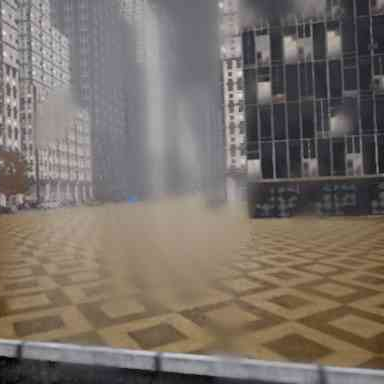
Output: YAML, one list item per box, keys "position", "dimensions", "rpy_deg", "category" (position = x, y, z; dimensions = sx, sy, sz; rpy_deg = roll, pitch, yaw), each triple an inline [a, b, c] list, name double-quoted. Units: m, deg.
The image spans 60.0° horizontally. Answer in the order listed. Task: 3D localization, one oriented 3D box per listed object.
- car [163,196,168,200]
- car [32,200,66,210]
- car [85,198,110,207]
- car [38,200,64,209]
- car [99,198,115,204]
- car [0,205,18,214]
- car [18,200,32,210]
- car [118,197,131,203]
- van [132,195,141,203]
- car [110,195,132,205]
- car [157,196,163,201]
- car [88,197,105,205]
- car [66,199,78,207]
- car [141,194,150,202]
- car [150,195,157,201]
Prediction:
- position: [-8.971, 1.751, 93.783]
  dimensions: [1.752, 1.417, 4.829]
  rpy_deg: [-2, 0, 10]
  category: "car"
- position: [-22.070, 1.922, 51.625]
  dimensions: [1.812, 1.442, 4.674]
  rpy_deg: [-2, -1, 11]
  category: "car"
- position: [-15.977, 1.711, 55.324]
  dimensions: [1.752, 1.417, 4.829]
  rpy_deg: [-2, 0, 10]
  category: "car"
- position: [-23.922, 2.052, 56.512]
  dimensions: [1.887, 1.381, 4.507]
  rpy_deg: [-2, 0, 10]
  category: "car"
- position: [-19.987, 2.075, 78.541]
  dimensions: [1.887, 1.381, 4.507]
  rpy_deg: [-2, 0, 10]
  category: "car"
- position: [-19.945, 1.756, 33.168]
  dimensions: [1.802, 1.307, 4.206]
  rpy_deg: [-2, 0, 10]
  category: "car"
- position: [-24.910, 1.943, 51.007]
  dimensions: [1.967, 1.590, 4.097]
  rpy_deg: [-2, 0, 10]
  category: "car"
- position: [-18.019, 2.089, 89.554]
  dimensions: [1.887, 1.381, 4.507]
  rpy_deg: [-2, 0, 10]
  category: "car"
- position: [-13.027, 1.542, 71.643]
  dimensions: [1.690, 1.788, 3.998]
  rpy_deg: [-2, 0, 10]
  category: "van"
- position: [-14.038, 1.636, 66.151]
  dimensions: [1.967, 1.590, 4.097]
  rpy_deg: [-2, 0, 10]
  category: "car"
- position: [-9.982, 1.783, 88.118]
  dimensions: [1.947, 1.339, 4.313]
  rpy_deg: [-2, 0, 10]
  category: "car"
- position: [-20.974, 1.964, 73.034]
  dimensions: [1.967, 1.590, 4.097]
  rpy_deg: [-2, 0, 10]
  category: "car"
- position: [-22.938, 2.063, 62.019]
  dimensions: [2.008, 1.369, 4.403]
  rpy_deg: [-2, 0, 10]
  category: "car"
- position: [-12.022, 1.646, 77.136]
  dimensions: [1.967, 1.590, 4.097]
  rpy_deg: [-2, 0, 10]
  category: "car"
- position: [-11.017, 1.527, 82.630]
  dimensions: [2.192, 1.841, 5.009]
  rpy_deg: [-2, 0, 10]
  category: "car"
